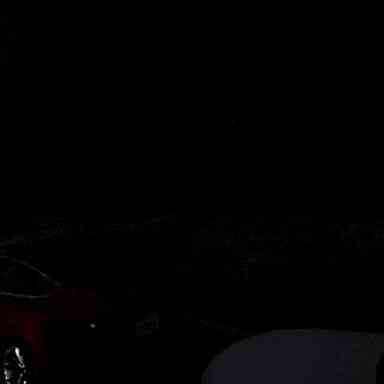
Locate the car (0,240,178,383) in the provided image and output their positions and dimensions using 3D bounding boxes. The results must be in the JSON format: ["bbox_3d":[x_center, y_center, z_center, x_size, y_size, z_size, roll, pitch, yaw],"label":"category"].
[{"bbox_3d":[-2.391,1.511,5.022,4.792,1.488,2.163,0,0,35],"label":"car"}]

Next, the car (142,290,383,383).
[{"bbox_3d":[2.151,1.520,1.783,4.674,1.452,2.002,0,0,36],"label":"car"}]
